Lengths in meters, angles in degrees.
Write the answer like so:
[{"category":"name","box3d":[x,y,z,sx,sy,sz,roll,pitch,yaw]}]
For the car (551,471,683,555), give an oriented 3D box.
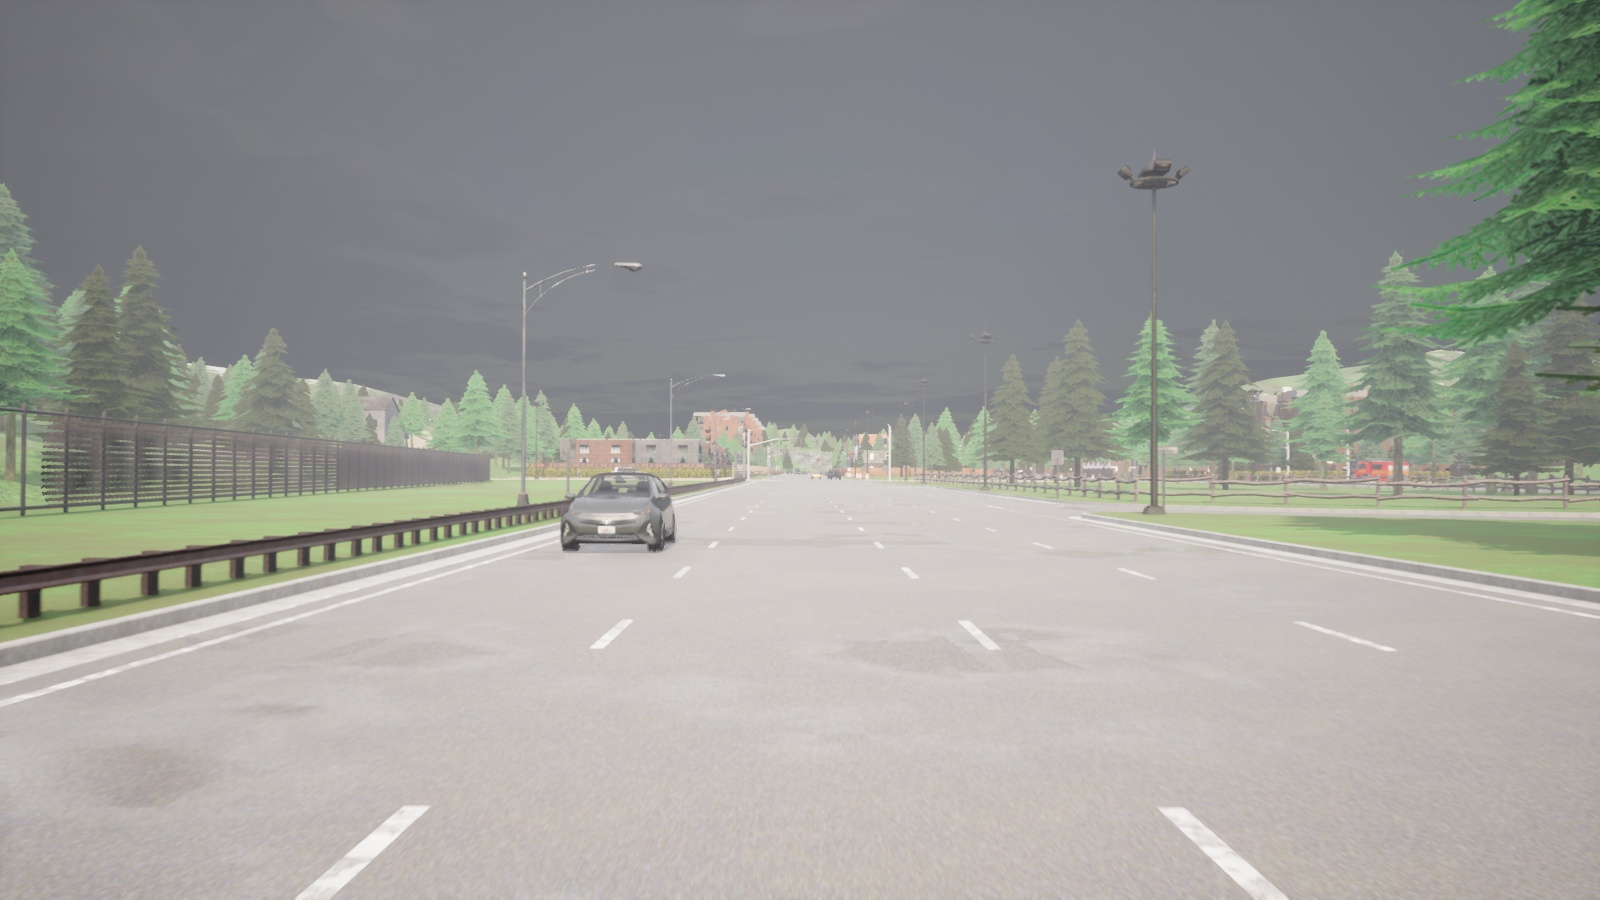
[{"category":"car","box3d":[-3.561,1.198,25.246,2.007,1.525,4.514,0,-1,0]}]
